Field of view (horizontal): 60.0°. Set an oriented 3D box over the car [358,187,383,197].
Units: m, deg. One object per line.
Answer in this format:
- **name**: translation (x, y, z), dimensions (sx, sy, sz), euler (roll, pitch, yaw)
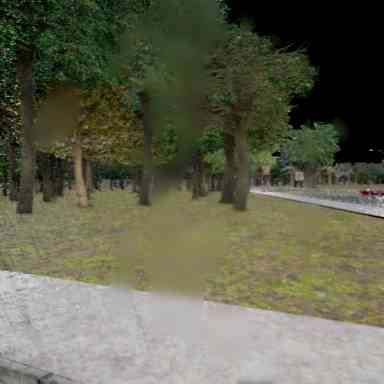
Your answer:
- **car**: translation (26.326, -0.030, 48.781), dimensions (1.895, 1.301, 4.718), euler (-1, 1, 3)
